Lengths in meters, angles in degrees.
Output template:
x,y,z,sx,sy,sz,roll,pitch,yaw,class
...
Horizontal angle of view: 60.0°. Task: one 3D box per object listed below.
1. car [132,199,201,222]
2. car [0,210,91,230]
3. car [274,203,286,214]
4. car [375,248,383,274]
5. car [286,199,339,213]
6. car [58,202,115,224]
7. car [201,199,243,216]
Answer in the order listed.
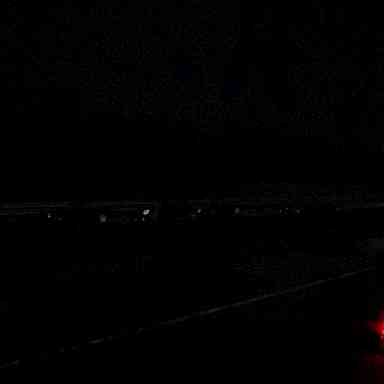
x,y,z,sx,sy,sz,roll,pitch,yaw,class
-1.990,1.332,23.912,4.553,1.767,2.097,0,0,-35,car
-6.281,1.560,12.401,4.181,1.385,1.994,0,0,-35,car
10.533,1.433,32.904,5.357,1.411,2.033,-1,0,-35,car
6.774,1.591,8.546,4.718,1.301,1.895,0,0,-35,car
10.793,1.398,28.798,4.902,1.511,2.128,-1,0,-35,car
-7.924,1.470,23.227,5.008,1.535,1.882,0,0,-38,car
2.664,1.431,31.449,4.902,1.511,2.128,-1,0,-36,car
